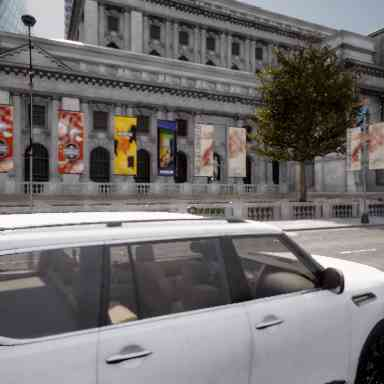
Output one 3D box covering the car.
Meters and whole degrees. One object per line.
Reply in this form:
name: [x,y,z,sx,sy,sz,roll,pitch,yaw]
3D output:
car: [-0.037,1.220,3.398,5.566,2.045,2.150,0,0,-32]
